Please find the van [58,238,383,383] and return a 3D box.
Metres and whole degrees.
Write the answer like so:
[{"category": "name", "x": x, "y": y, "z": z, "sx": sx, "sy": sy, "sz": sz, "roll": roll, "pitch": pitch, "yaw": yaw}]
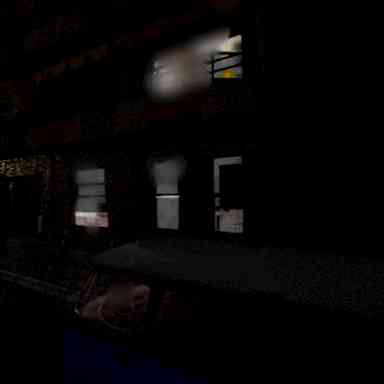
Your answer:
[{"category": "van", "x": 0.708, "y": 1.341, "z": 2.393, "sx": 3.998, "sy": 1.788, "sz": 1.690, "roll": 0, "pitch": -1, "yaw": 36}]
